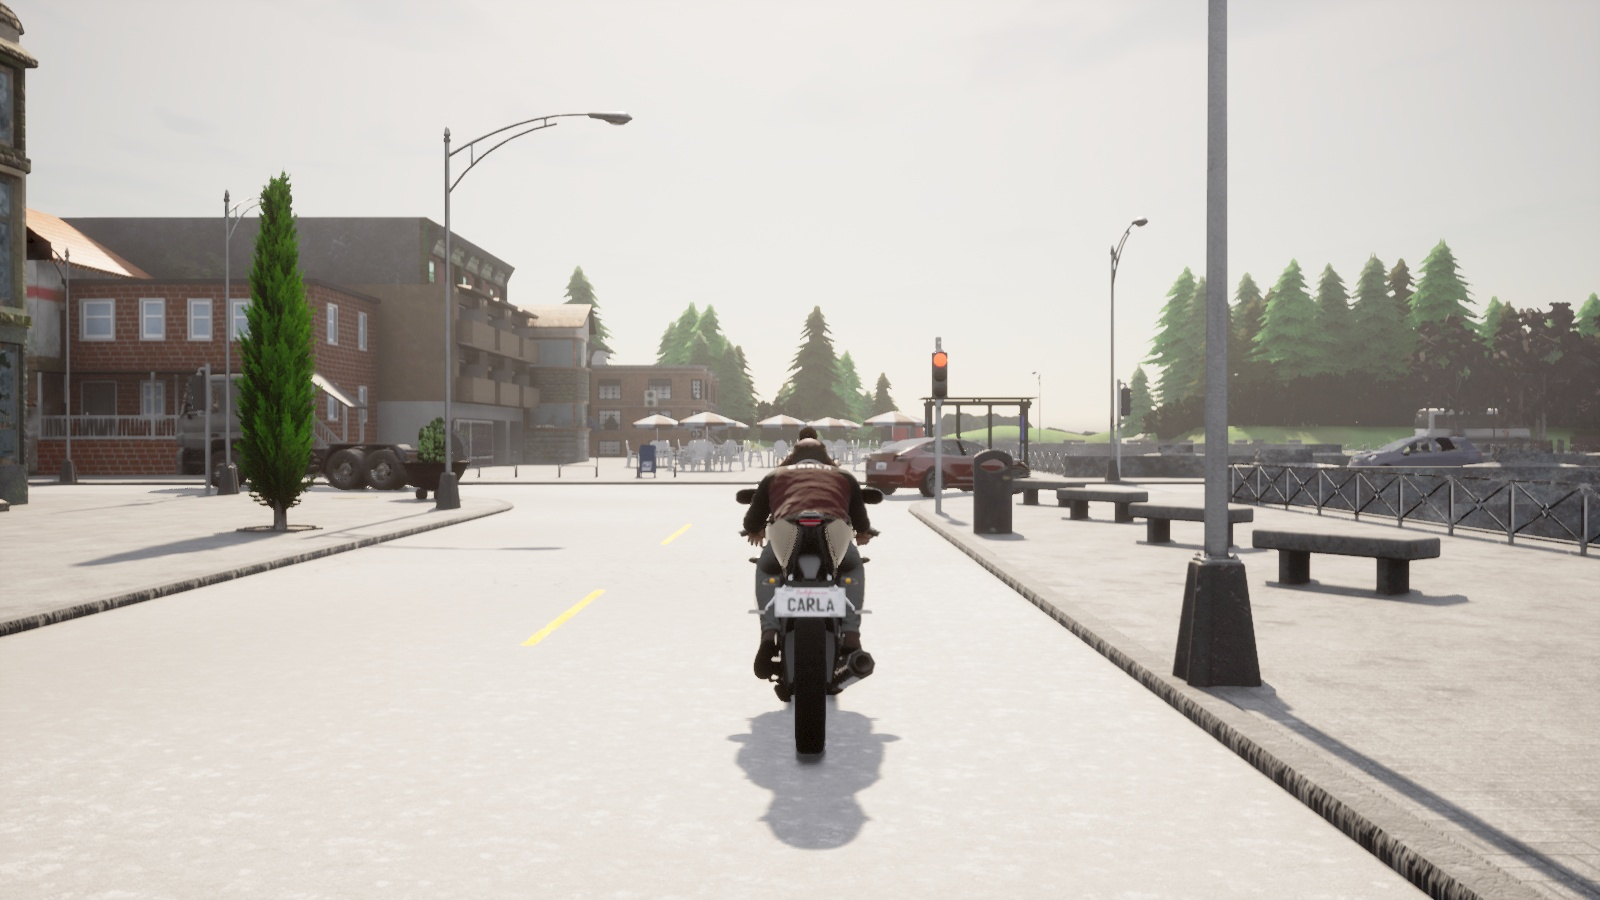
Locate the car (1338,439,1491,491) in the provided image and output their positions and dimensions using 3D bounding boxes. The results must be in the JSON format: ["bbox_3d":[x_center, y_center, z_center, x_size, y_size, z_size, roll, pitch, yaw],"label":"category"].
[{"bbox_3d":[18.137,0.420,37.192,3.633,1.501,1.845,0,1,0],"label":"car"}]

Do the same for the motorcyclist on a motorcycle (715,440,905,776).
[{"bbox_3d":[0.052,0.716,6.826,0.866,1.530,2.191,0,0,0],"label":"motorcyclist on a motorcycle"}]

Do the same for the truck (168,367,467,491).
[{"bbox_3d":[-14.170,-0.600,37.081,7.936,3.462,2.891,0,0,12],"label":"truck"}]

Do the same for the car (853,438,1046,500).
[{"bbox_3d":[3.910,0.440,32.498,4.792,1.488,2.163,0,1,-37],"label":"car"}]
